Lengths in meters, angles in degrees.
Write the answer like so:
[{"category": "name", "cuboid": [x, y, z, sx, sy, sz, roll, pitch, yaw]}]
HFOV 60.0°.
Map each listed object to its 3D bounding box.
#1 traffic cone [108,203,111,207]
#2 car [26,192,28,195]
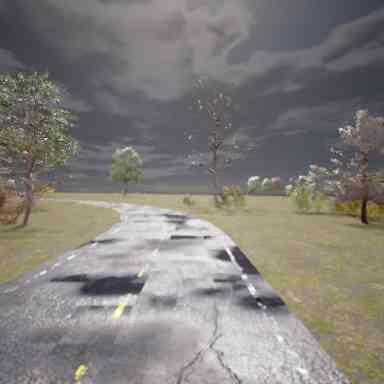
[{"category": "traffic cone", "cuboid": [-11.757, 1.781, 47.484, 0.340, 0.580, 0.340, 0, 0, -26]}, {"category": "car", "cuboid": [-39.082, 0.718, 80.079, 4.553, 1.767, 2.097, 1, 0, 31]}]
